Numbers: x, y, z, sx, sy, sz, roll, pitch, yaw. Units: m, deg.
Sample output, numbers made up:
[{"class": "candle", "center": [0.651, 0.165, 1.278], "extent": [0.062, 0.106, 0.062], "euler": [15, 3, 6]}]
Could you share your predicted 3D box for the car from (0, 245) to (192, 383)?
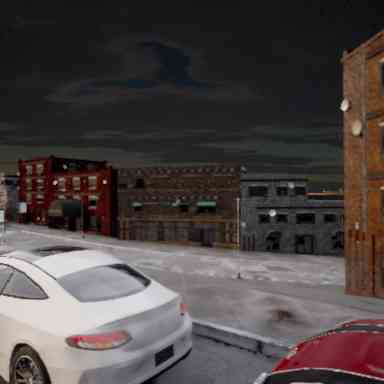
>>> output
[{"class": "car", "center": [-2.159, 1.518, 4.791], "extent": [4.674, 1.452, 2.002], "euler": [0, 0, 35]}]
